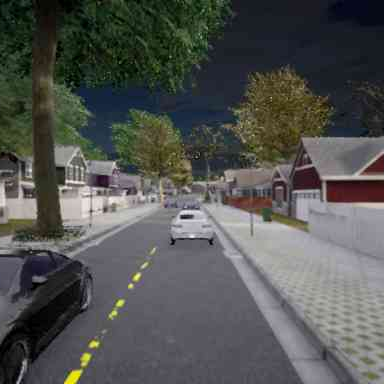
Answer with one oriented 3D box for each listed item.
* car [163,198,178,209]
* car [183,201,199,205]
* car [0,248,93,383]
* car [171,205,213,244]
[{"bbox_3d":[-3.028,1.577,47.646,1.837,1.490,4.892,0,-1,0],"label":"car"},{"bbox_3d":[-0.079,1.642,37.284,1.895,1.301,4.718,0,0,0],"label":"car"},{"bbox_3d":[-2.918,1.571,4.866,1.994,1.385,4.181,0,0,0],"label":"car"},{"bbox_3d":[-0.002,1.535,15.694,1.812,1.442,4.674,0,0,0],"label":"car"}]
